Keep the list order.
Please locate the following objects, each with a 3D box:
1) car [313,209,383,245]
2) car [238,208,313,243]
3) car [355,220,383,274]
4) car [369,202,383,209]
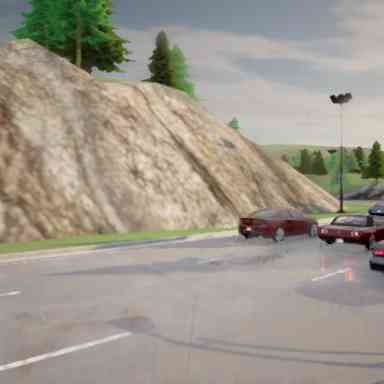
[{"bbox_3d":[7.480,1.635,14.619,4.718,1.301,1.895,0,0,-42],"label":"car"},{"bbox_3d":[4.404,1.519,16.582,5.008,1.535,1.882,0,0,-42],"label":"car"},{"bbox_3d":[6.891,1.569,9.397,5.357,1.411,2.033,0,0,-41],"label":"car"},{"bbox_3d":[17.441,1.633,30.184,1.994,1.385,4.181,0,0,41],"label":"car"}]
